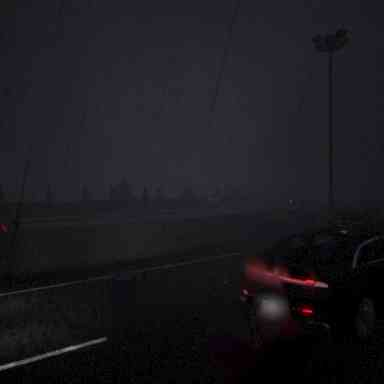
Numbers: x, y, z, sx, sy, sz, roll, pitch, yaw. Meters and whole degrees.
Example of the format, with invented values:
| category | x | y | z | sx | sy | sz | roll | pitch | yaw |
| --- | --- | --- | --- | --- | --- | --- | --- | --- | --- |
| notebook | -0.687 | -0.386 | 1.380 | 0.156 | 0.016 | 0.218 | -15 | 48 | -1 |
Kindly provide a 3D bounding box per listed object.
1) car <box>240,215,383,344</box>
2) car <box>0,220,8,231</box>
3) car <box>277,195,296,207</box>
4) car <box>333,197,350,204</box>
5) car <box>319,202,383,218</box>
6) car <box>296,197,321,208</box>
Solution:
| category | x | y | z | sx | sy | sz | roll | pitch | yaw |
| --- | --- | --- | --- | --- | --- | --- | --- | --- | --- |
| car | 3.042 | 1.457 | 6.432 | 4.902 | 1.511 | 2.128 | -1 | 0 | -39 |
| car | -8.570 | 1.389 | 10.946 | 4.553 | 1.767 | 2.097 | 0 | 0 | -36 |
| car | 13.431 | 1.154 | 46.662 | 2.097 | 1.767 | 4.553 | 0 | 0 | 28 |
| car | 19.070 | 1.338 | 42.389 | 1.994 | 1.385 | 4.181 | 0 | 0 | 29 |
| car | 8.079 | 1.415 | 15.725 | 1.837 | 1.490 | 4.892 | 0 | 0 | 45 |
| car | 15.302 | 1.347 | 42.676 | 2.033 | 1.411 | 5.357 | 0 | 0 | 29 |
